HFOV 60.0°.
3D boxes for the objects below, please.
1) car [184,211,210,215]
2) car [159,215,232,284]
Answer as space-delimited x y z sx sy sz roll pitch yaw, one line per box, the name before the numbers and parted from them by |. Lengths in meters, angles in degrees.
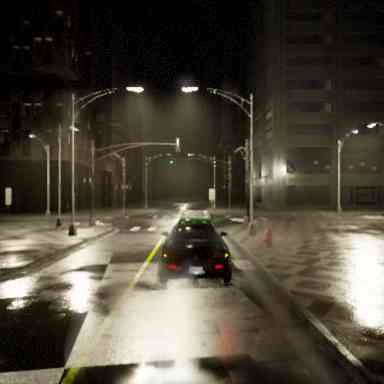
car | 0.362 1.813 20.859 1.895 1.301 4.718 0 -1 6
car | 0.085 1.628 9.809 1.812 1.442 4.674 0 -1 0
